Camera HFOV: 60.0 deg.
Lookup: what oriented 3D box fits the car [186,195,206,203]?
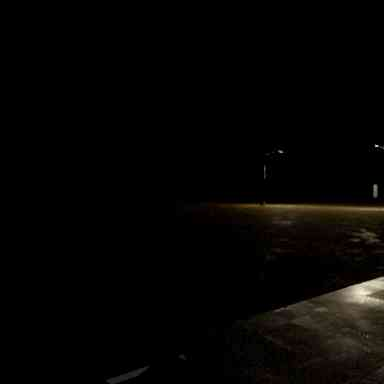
[{"bbox_3d":[0.743,1.341,63.722,1.994,1.385,4.181,2,-1,-36],"label":"car"}]
